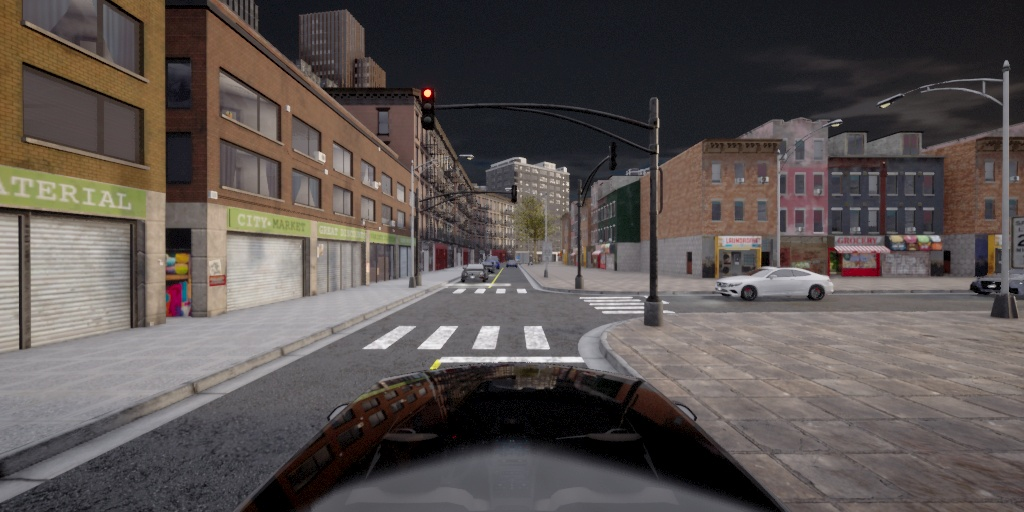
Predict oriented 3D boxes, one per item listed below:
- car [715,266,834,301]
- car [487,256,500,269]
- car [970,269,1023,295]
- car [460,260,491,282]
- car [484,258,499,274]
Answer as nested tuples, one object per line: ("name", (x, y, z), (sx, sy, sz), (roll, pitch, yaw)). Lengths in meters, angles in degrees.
("car", (11.753, 1.200, 16.221), (4.674, 1.442, 1.812), (0, 0, 1))
("car", (-2.943, 0.995, 53.679), (2.150, 2.045, 5.566), (0, 0, 0))
("car", (23.762, 1.173, 16.284), (4.181, 1.385, 1.994), (0, 0, -1))
("car", (-2.902, 1.279, 28.688), (1.812, 1.442, 4.674), (0, 0, 0))
("car", (-2.938, 1.310, 41.060), (2.033, 1.411, 5.357), (0, 0, 0))
